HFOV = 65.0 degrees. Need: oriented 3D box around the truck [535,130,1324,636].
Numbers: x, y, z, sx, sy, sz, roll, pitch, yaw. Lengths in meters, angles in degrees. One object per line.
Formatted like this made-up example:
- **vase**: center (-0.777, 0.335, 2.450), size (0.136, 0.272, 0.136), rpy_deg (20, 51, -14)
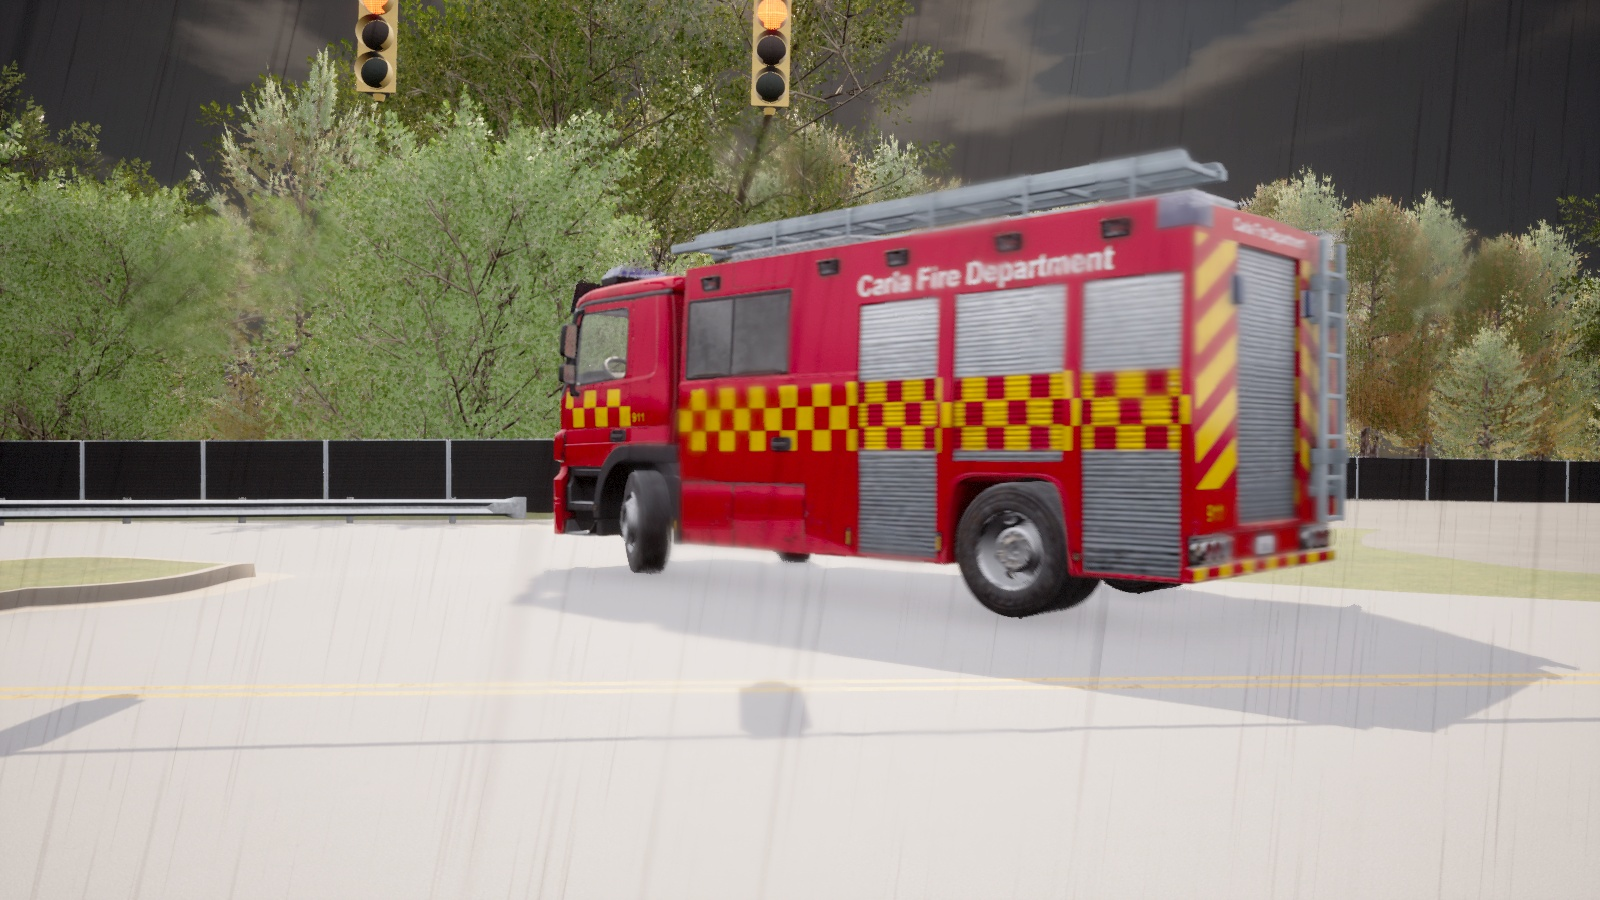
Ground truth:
- **truck**: center (0.781, -0.506, 13.487), size (8.468, 3.827, 2.891), rpy_deg (0, 0, 44)
